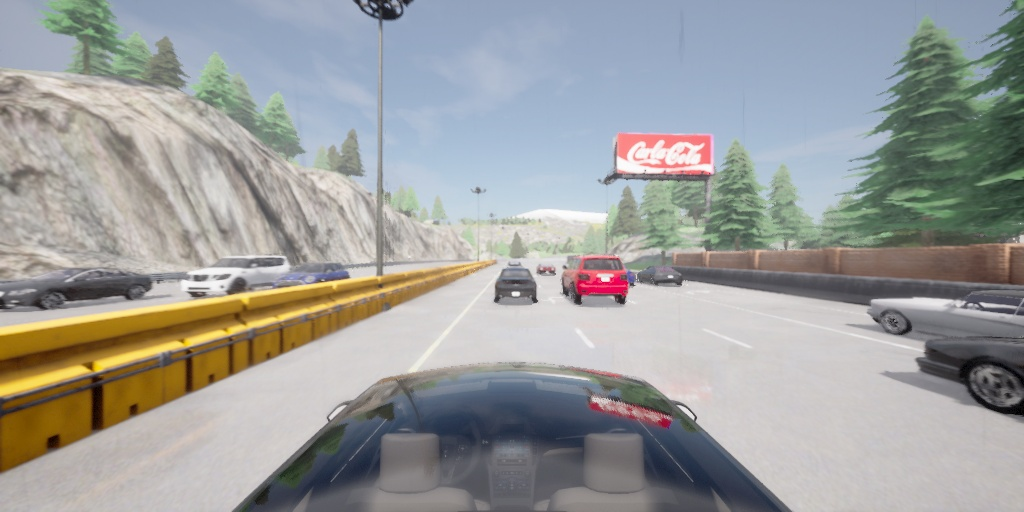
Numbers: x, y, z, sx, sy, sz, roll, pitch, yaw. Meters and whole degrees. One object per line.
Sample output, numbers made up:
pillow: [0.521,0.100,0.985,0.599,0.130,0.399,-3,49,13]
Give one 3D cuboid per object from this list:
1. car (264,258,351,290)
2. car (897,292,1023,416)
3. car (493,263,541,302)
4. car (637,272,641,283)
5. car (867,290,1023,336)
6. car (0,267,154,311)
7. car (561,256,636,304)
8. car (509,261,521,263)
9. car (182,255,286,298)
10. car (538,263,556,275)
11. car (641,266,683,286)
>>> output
car: [-10.496,1.106,19.156,2.097,1.767,4.553,0,0,1]
car: [7.100,1.316,2.958,2.033,1.411,5.357,0,0,0]
car: [0.170,1.282,17.044,1.837,1.490,4.892,0,0,0]
car: [7.210,1.330,25.313,1.812,1.442,4.674,0,0,0]
car: [10.630,1.384,7.636,1.895,1.301,4.718,0,0,0]
car: [-17.535,1.223,14.514,2.128,1.511,4.902,0,0,0]
car: [3.669,1.005,16.728,2.150,2.045,5.566,0,0,0]
car: [0.270,1.305,40.156,2.128,1.511,4.902,0,0,0]
car: [-14.000,0.967,18.810,2.150,2.045,5.566,0,0,1]
car: [3.773,1.422,40.465,1.895,1.301,4.718,0,0,0]
car: [10.713,1.377,26.217,1.994,1.385,4.181,0,0,0]
